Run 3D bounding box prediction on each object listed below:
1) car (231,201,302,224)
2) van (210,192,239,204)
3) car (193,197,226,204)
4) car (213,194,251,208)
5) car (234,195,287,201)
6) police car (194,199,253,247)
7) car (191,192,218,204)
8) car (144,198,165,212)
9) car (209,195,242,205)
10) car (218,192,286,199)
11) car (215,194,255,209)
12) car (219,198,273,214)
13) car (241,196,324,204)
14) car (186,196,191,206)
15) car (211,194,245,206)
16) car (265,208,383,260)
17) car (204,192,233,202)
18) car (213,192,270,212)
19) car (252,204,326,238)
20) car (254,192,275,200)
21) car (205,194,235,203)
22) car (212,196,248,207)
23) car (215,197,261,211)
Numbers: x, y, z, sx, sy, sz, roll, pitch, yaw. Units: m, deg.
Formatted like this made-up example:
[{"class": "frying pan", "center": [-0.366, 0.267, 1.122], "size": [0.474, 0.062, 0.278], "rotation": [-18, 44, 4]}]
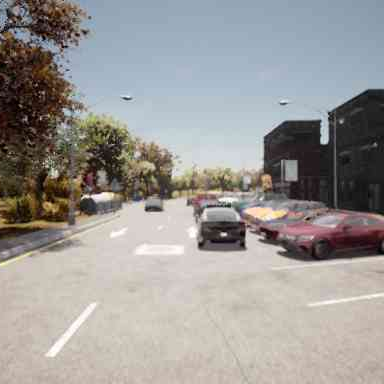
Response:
[{"class": "car", "center": [5.349, 1.417, 24.020], "size": [4.674, 1.452, 2.002], "rotation": [1, 0, -20]}, {"class": "van", "center": [5.586, 1.084, 57.095], "size": [4.442, 1.987, 1.878], "rotation": [1, 0, -20]}, {"class": "car", "center": [1.204, 1.367, 24.736], "size": [1.882, 1.535, 5.008], "rotation": [0, 0, 0]}, {"class": "car", "center": [5.409, 1.198, 45.030], "size": [4.553, 1.767, 2.185], "rotation": [1, 0, -20]}, {"class": "car", "center": [5.374, 1.263, 21.023], "size": [4.553, 1.767, 2.185], "rotation": [1, 0, -20]}, {"class": "police car", "center": [1.175, 1.353, 14.845], "size": [1.930, 1.638, 5.238], "rotation": [0, 0, 0]}, {"class": "car", "center": [1.225, 1.095, 30.766], "size": [2.150, 2.045, 5.566], "rotation": [0, 0, 0]}, {"class": "car", "center": [-4.010, 1.403, 36.252], "size": [2.033, 1.411, 5.357], "rotation": [0, 0, 0]}, {"class": "car", "center": [5.461, 1.312, 54.050], "size": [5.008, 1.535, 2.097], "rotation": [1, 0, -20]}, {"class": "car", "center": [5.354, 1.116, 26.997], "size": [5.566, 2.045, 2.435], "rotation": [1, 1, -20]}, {"class": "car", "center": [5.397, 1.203, 42.029], "size": [4.553, 1.767, 2.185], "rotation": [1, 0, -20]}, {"class": "car", "center": [5.362, 1.379, 33.014], "size": [4.792, 1.488, 2.163], "rotation": [1, 0, -20]}, {"class": "car", "center": [5.363, 1.275, 18.022], "size": [4.553, 1.767, 2.185], "rotation": [1, 1, -20]}, {"class": "car", "center": [0.091, 1.322, 50.897], "size": [2.128, 1.511, 4.902], "rotation": [0, 0, 0]}, {"class": "car", "center": [5.495, 1.190, 51.047], "size": [4.553, 1.767, 2.185], "rotation": [1, 0, -20]}, {"class": "car", "center": [5.316, 1.467, 12.011], "size": [4.674, 1.452, 2.002], "rotation": [1, 1, -20]}, {"class": "car", "center": [5.504, 1.044, 69.087], "size": [5.566, 2.045, 2.435], "rotation": [1, 0, -20]}, {"class": "car", "center": [5.381, 1.090, 36.014], "size": [5.566, 2.045, 2.435], "rotation": [1, 0, -20]}, {"class": "car", "center": [5.294, 1.442, 15.003], "size": [4.792, 1.488, 2.163], "rotation": [1, 1, -20]}, {"class": "car", "center": [18.492, 1.036, 85.061], "size": [2.435, 2.045, 5.566], "rotation": [0, 1, -21]}, {"class": "car", "center": [5.306, 1.296, 62.994], "size": [5.366, 1.575, 1.946], "rotation": [1, 0, -20]}, {"class": "car", "center": [5.452, 1.359, 48.039], "size": [4.674, 1.452, 2.002], "rotation": [1, 0, -20]}, {"class": "car", "center": [5.391, 1.364, 39.015], "size": [4.792, 1.488, 2.163], "rotation": [1, 0, -20]}]
